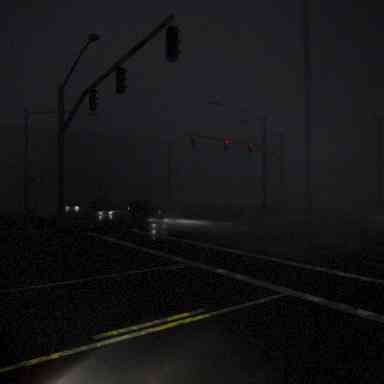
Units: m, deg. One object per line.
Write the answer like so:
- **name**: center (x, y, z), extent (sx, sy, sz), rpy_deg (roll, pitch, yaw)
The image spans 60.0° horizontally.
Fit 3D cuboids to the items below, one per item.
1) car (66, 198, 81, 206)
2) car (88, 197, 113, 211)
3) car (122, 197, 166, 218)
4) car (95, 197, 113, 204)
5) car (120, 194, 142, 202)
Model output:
- **car**: center (-19.353, 1.601, 54.418), extent (1.895, 1.301, 4.718), rpy_deg (0, 0, -13)
- **car**: center (-11.082, 1.564, 40.184), extent (1.994, 1.385, 4.181), rpy_deg (0, 0, -35)
- **car**: center (-4.218, 1.491, 30.614), extent (2.128, 1.511, 4.902), rpy_deg (0, 0, -36)
- **car**: center (-16.510, 1.601, 62.708), extent (1.895, 1.301, 4.718), rpy_deg (0, 0, 3)
- **car**: center (-13.682, 1.524, 72.536), extent (1.812, 1.442, 4.674), rpy_deg (0, 0, 30)
